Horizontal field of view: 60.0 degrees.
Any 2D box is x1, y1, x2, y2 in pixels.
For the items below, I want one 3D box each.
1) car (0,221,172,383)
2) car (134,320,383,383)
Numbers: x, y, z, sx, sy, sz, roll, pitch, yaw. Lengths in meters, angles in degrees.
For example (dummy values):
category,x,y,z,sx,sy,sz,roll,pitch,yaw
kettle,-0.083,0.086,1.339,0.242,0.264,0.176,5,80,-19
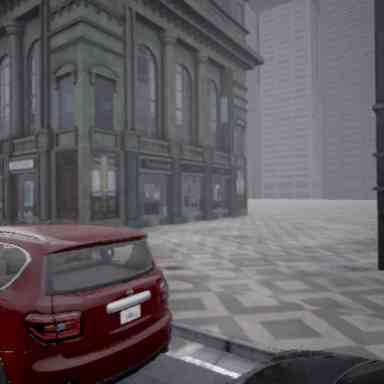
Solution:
category,x,y,z,sx,sy,sz,roll,pitch,yaw
car,-2.574,1.359,4.807,5.009,1.841,2.192,-1,-1,36
car,1.987,1.558,1.551,4.313,1.339,1.947,-1,-1,36
